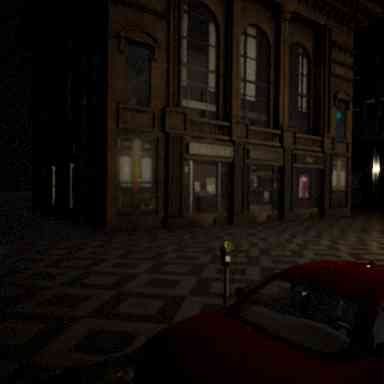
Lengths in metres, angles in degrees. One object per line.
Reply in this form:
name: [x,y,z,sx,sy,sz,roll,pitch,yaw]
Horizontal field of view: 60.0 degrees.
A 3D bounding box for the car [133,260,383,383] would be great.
car: [1.551,1.513,3.614,4.507,1.381,1.887,0,1,-34]
